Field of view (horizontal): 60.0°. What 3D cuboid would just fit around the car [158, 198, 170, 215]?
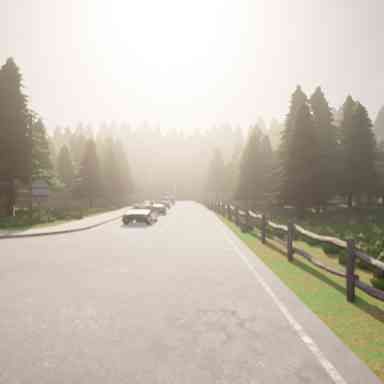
[{"bbox_3d":[-3.543,1.552,33.002,1.994,1.385,4.181,0,0,-1],"label":"car"}]

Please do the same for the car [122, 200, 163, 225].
[{"bbox_3d":[-3.650,1.538,24.315,2.033,1.411,5.357,0,0,2],"label":"car"}]

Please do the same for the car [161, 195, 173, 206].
[{"bbox_3d":[-3.900,1.498,45.292,1.837,1.490,4.892,0,0,-2],"label":"car"}]

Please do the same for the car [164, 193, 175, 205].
[{"bbox_3d":[-4.233,1.202,60.534,2.150,2.045,5.566,0,0,-2],"label":"car"}]
